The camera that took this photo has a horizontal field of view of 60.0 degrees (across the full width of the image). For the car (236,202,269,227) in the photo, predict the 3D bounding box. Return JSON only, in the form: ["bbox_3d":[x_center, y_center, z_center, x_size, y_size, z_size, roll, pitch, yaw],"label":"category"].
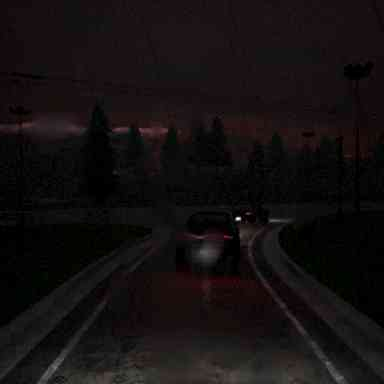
[{"bbox_3d":[3.711,1.376,21.709,1.812,1.442,4.674,0,1,25],"label":"car"}]

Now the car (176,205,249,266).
[{"bbox_3d":[0.681,1.414,11.268,2.128,1.511,4.902,0,0,8],"label":"car"}]
